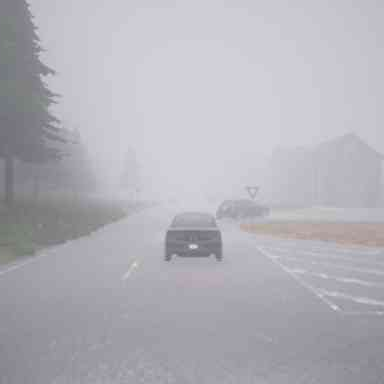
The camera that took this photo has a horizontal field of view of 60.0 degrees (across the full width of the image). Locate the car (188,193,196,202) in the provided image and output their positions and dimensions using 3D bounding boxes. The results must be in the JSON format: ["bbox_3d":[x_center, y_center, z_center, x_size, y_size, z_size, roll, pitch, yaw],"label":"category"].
[{"bbox_3d":[0.000,1.434,76.061,2.033,1.411,5.357,0,0,0],"label":"car"}]

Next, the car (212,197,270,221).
[{"bbox_3d":[4.211,1.280,26.882,4.553,1.767,2.097,-1,1,-39],"label":"car"}]

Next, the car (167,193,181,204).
[{"bbox_3d":[-3.528,1.439,62.650,1.812,1.442,4.674,0,0,1],"label":"car"}]

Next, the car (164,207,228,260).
[{"bbox_3d":[0.060,1.461,12.371,1.882,1.535,5.008,0,0,0],"label":"car"}]

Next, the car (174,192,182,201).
[{"bbox_3d":[-3.500,1.047,78.636,2.150,2.045,5.566,0,0,0],"label":"car"}]

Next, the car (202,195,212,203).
[{"bbox_3d":[2.972,1.367,64.510,1.816,1.474,4.193,-6,1,-2],"label":"car"}]
